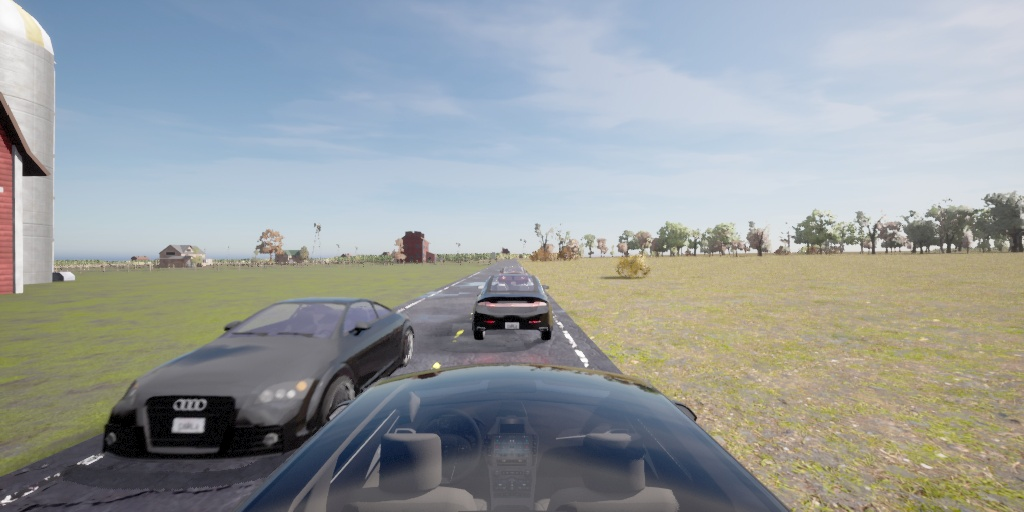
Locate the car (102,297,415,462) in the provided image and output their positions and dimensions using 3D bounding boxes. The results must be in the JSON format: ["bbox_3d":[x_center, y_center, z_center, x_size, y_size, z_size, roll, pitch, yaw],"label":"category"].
[{"bbox_3d":[-2.843,1.315,5.160,1.994,1.385,4.181,0,0,0],"label":"car"}]

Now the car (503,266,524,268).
[{"bbox_3d":[0.105,1.357,24.154,1.895,1.301,4.718,0,0,1],"label":"car"}]

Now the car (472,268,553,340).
[{"bbox_3d":[0.030,1.243,9.920,2.128,1.511,4.902,0,0,1],"label":"car"}]
